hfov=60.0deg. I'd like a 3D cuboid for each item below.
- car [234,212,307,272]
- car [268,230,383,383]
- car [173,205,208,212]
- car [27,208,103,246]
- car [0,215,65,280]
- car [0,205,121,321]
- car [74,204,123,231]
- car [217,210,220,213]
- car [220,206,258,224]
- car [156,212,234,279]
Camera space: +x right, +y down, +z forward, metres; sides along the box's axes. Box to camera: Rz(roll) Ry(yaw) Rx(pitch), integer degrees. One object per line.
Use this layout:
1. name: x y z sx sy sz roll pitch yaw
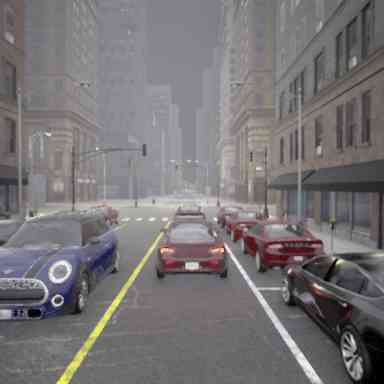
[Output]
1. car: 2.679 1.552 10.663 1.887 1.381 4.507 -1 0 0
2. car: 2.719 1.569 5.159 1.947 1.339 4.313 -1 0 0
3. car: -0.108 1.505 19.680 2.128 1.511 4.902 0 0 1
4. car: -5.885 1.562 16.108 2.008 1.369 4.403 -1 0 0
5. car: -5.845 1.573 10.603 1.947 1.339 4.313 -1 0 0
6. car: -3.050 1.356 7.552 2.097 1.767 4.553 0 0 0
7. car: -5.924 1.560 21.613 1.887 1.381 4.507 -1 0 0
8. car: 2.601 1.560 21.674 1.887 1.381 4.507 -1 0 0
9. car: 2.640 1.556 16.168 1.887 1.381 4.507 -1 0 0
10. car: 0.000 1.532 9.906 1.812 1.442 4.674 0 0 0
